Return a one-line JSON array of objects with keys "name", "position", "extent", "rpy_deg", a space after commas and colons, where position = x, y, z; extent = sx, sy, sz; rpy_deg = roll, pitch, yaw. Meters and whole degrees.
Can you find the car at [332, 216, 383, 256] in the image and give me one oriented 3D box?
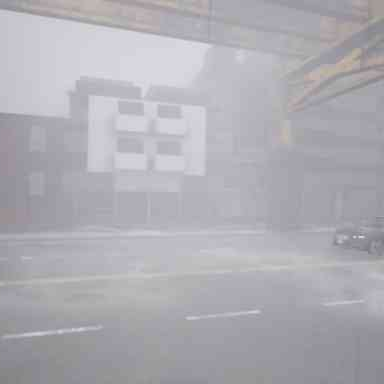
[{"name": "car", "position": [8.456, 1.826, 14.478], "extent": [4.902, 1.511, 2.128], "rpy_deg": [1, -1, -18]}]
